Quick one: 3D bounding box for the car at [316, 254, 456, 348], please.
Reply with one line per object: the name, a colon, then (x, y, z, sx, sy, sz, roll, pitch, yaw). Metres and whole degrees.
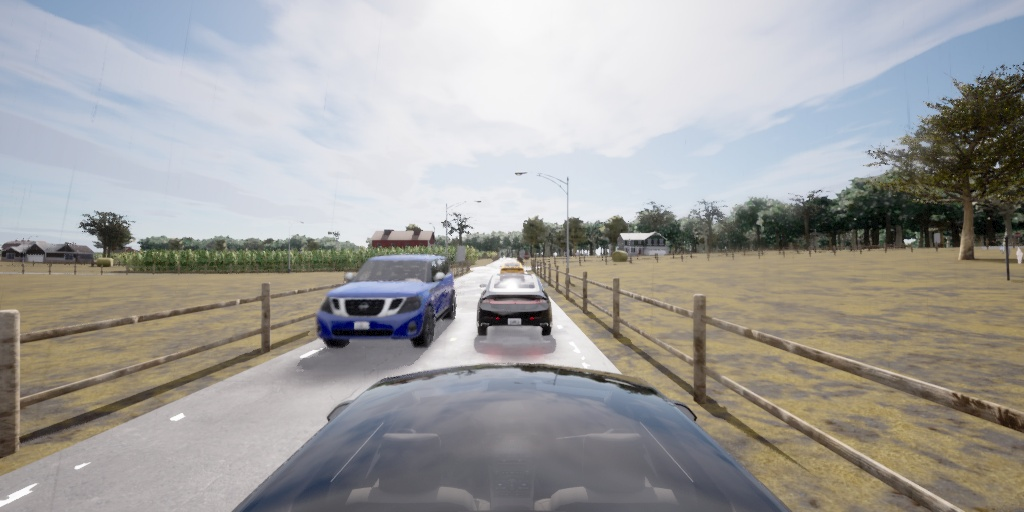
car: (-2.876, 0.970, 9.599, 2.150, 2.045, 5.566, 0, 0, 0)

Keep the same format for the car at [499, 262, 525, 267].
car: (0.006, 1.192, 29.046, 1.882, 1.535, 5.008, 0, 0, 0)

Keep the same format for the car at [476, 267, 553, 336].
car: (0.065, 1.240, 10.389, 2.128, 1.511, 4.902, 0, 0, 0)
